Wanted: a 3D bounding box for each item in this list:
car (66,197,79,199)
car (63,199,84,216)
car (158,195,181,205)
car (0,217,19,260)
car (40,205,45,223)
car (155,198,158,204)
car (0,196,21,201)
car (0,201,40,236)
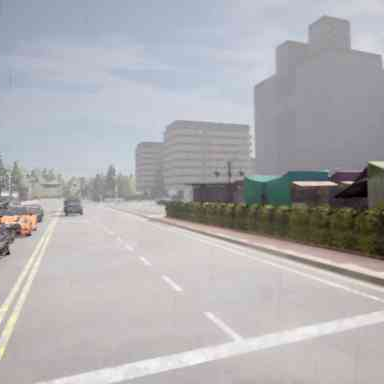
[{"bbox_3d":[-17.014,1.722,47.281,2.150,2.045,5.566,-1,0,-21],"label":"car"},{"bbox_3d":[-13.395,1.887,37.804,2.128,1.511,4.902,-1,0,-20],"label":"car"},{"bbox_3d":[-3.870,1.435,62.869,3.866,1.878,1.905,-1,0,-22],"label":"car"},{"bbox_3d":[-7.307,1.787,11.209,1.895,1.301,4.718,-1,0,-21],"label":"car"},{"bbox_3d":[-14.083,1.875,29.296,2.128,1.511,4.902,-1,0,-20],"label":"car"},{"bbox_3d":[-4.907,1.462,65.572,4.605,1.855,1.932,-1,0,-22],"label":"car"},{"bbox_3d":[-21.554,1.409,39.442,2.150,2.045,5.566,-1,0,-21],"label":"car"},{"bbox_3d":[-10.489,1.631,19.687,2.097,1.767,4.553,-1,0,-20],"label":"car"}]
